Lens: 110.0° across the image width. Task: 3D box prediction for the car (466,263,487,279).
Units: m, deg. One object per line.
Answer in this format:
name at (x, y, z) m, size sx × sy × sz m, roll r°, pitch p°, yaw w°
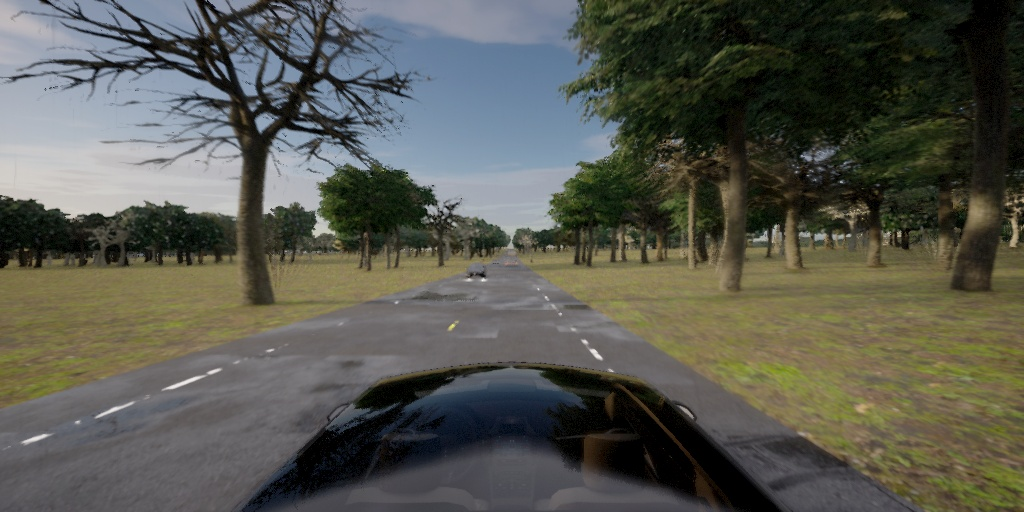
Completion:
car at (-3.588, 1.507, 36.819) m, size 1.837 × 1.490 × 4.892 m, roll 0°, pitch -1°, yaw 0°
